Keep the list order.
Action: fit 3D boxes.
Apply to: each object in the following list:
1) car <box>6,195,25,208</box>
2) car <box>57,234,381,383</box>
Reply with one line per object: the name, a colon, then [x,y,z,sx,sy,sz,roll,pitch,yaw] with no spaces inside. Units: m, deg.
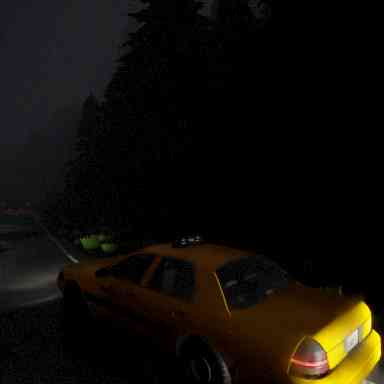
car: [-21.161,1.058,40.034,2.128,1.511,4.902,-2,2,-26]
car: [-0.250,1.418,5.074,5.366,1.575,1.801,1,1,44]
